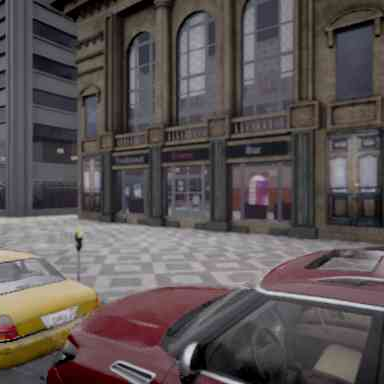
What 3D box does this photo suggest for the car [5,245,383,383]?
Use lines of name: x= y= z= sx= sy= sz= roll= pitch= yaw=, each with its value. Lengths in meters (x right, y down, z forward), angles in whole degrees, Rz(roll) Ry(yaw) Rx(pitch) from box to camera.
car: x=1.190 y=1.315 z=2.116 sx=5.009 sy=1.841 sz=2.192 roll=0 pitch=0 yaw=35

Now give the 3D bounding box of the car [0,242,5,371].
car: x=-3.516 y=1.515 z=5.471 sx=4.829 sy=1.417 sz=1.752 roll=0 pitch=0 yaw=35
